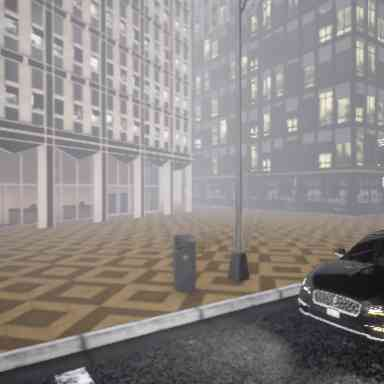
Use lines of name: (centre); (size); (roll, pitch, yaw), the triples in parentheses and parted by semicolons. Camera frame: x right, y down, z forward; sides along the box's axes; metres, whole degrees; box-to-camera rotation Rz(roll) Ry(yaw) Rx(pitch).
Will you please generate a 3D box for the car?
car: (4.037, 1.477, 6.102); (4.892, 1.490, 1.837); (0, 0, -34)
